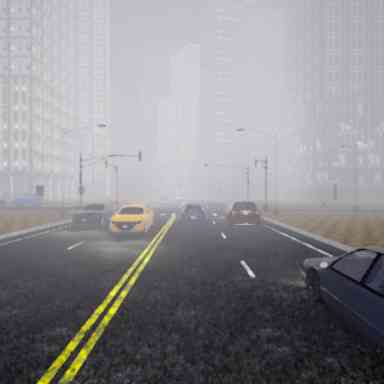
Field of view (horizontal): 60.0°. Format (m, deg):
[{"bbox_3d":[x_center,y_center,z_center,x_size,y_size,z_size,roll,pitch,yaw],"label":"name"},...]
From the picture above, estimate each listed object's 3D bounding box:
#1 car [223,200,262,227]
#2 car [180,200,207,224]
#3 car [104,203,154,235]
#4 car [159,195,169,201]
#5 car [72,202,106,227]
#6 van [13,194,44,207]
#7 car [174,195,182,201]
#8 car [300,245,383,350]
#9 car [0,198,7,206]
[{"bbox_3d":[3.350,1.337,22.809,2.097,1.767,4.553,0,0,0],"label":"car"},{"bbox_3d":[0.100,1.510,24.392,1.812,1.442,4.674,0,0,0],"label":"car"},{"bbox_3d":[-3.330,1.467,19.105,1.882,1.535,5.008,0,0,0],"label":"car"},{"bbox_3d":[-6.511,1.378,78.279,1.837,1.490,4.892,0,0,0],"label":"car"},{"bbox_3d":[-6.560,1.463,22.783,1.882,1.535,5.008,0,0,0],"label":"car"},{"bbox_3d":[-22.653,1.165,46.157,3.998,1.788,1.690,0,0,1],"label":"van"},{"bbox_3d":[-3.262,1.401,78.405,1.812,1.442,4.674,0,0,0],"label":"car"},{"bbox_3d":[3.347,1.546,5.075,2.033,1.411,5.357,0,0,0],"label":"car"},{"bbox_3d":[-28.193,1.344,46.204,4.507,1.381,1.887,0,0,1],"label":"car"}]
